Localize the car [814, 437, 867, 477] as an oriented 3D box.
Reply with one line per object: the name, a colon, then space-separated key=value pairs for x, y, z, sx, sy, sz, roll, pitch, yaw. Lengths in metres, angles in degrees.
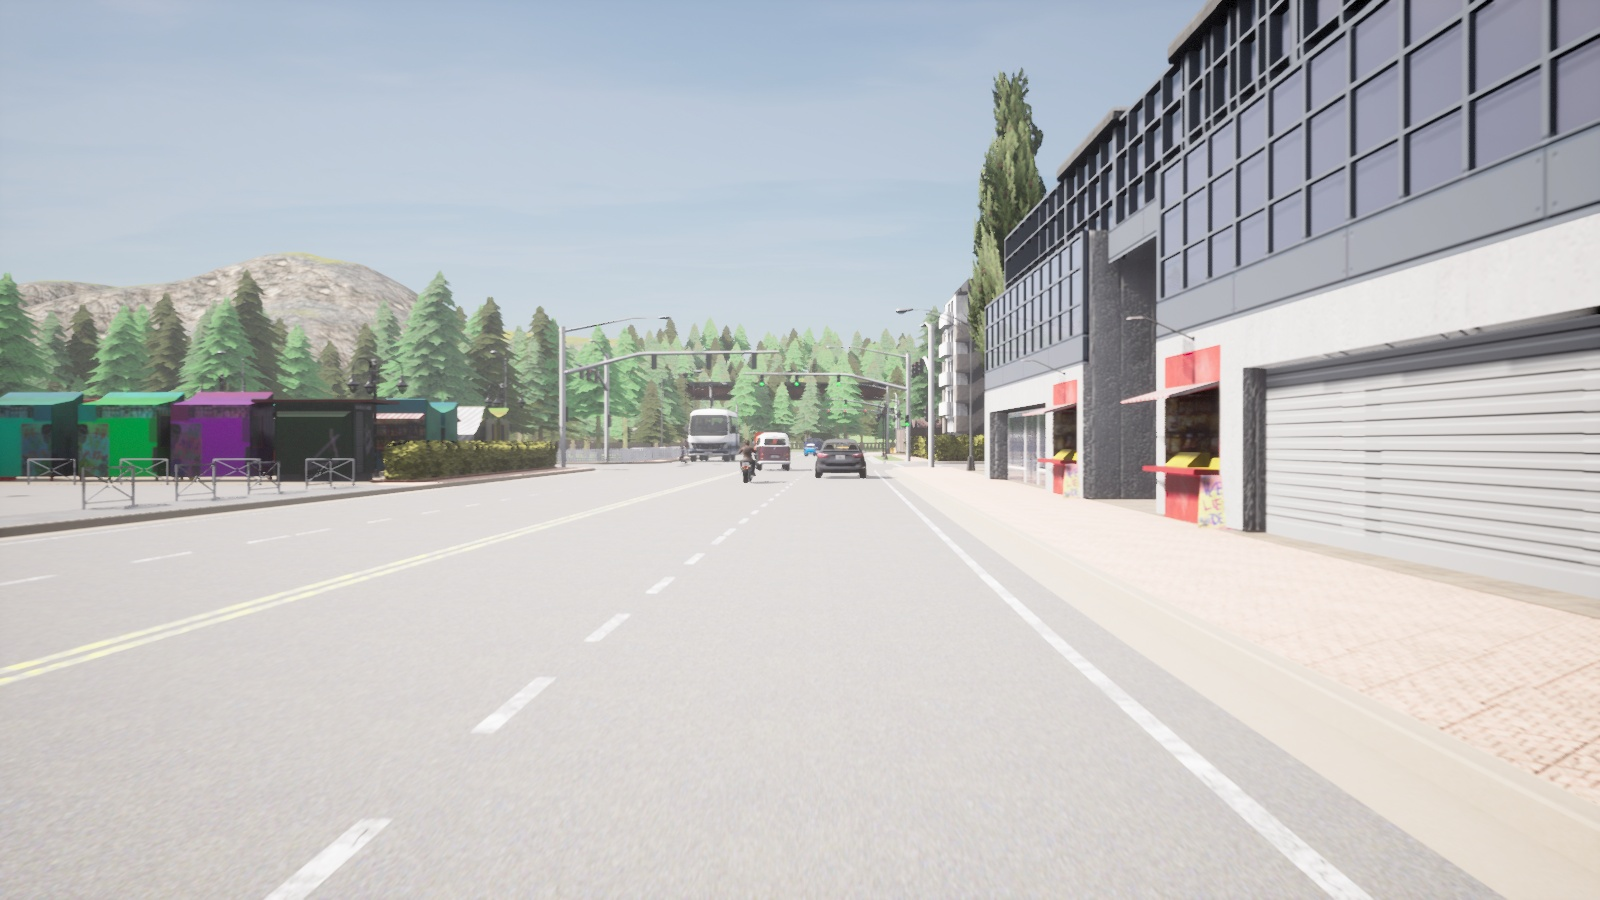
car: x=1.777 y=0.283 z=54.913 sx=2.242 sy=1.667 sz=4.611 roll=0 pitch=0 yaw=2

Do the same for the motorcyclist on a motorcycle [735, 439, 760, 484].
motorcyclist on a motorcycle: x=-1.984 y=0.427 z=47.669 sx=0.766 sy=1.649 sz=2.350 roll=0 pitch=0 yaw=2

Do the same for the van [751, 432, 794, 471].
van: x=-1.555 y=0.079 z=69.123 sx=2.069 sy=2.038 sz=4.480 roll=0 pitch=0 yaw=-5
